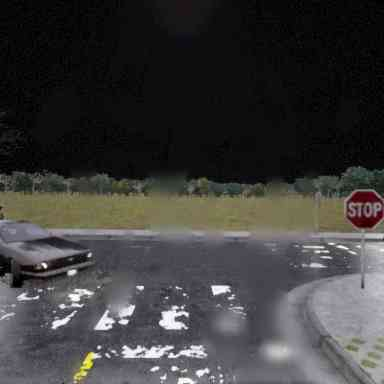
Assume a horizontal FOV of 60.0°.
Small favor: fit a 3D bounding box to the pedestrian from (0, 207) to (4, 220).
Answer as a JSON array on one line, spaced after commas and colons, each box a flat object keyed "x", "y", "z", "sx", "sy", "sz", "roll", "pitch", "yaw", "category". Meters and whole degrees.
[{"x": -9.685, "y": 0.999, "z": 16.820, "sx": 0.375, "sy": 1.860, "sz": 0.375, "roll": 0, "pitch": -1, "yaw": 0, "category": "pedestrian"}]

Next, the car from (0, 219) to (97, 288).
[{"x": -5.220, "y": 1.508, "z": 9.295, "sx": 5.357, "sy": 1.411, "sz": 2.033, "roll": 1, "pitch": 1, "yaw": 28, "category": "car"}]
